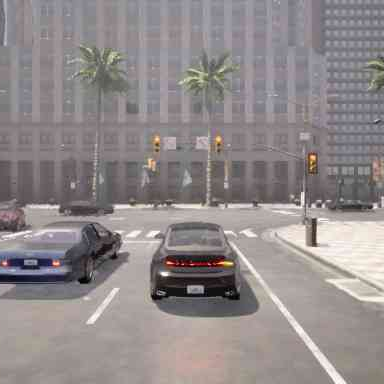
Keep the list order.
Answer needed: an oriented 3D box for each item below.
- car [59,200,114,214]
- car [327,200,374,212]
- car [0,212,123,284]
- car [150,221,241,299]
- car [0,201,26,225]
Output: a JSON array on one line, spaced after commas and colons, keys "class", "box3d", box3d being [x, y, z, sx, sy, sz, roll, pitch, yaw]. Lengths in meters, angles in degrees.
[{"class": "car", "box3d": [-9.914, 1.477, 31.352, 5.008, 1.535, 1.882, 0, 0, 0]}, {"class": "car", "box3d": [18.215, 1.601, 38.483, 4.718, 1.301, 1.895, 0, 0, 0]}, {"class": "car", "box3d": [-3.422, 1.547, 9.597, 2.033, 1.411, 5.357, 0, 0, 0]}, {"class": "car", "box3d": [0.074, 1.505, 8.403, 1.837, 1.490, 4.892, 0, 0, 0]}, {"class": "car", "box3d": [-11.144, 1.352, 19.591, 2.097, 1.767, 4.553, 0, 0, -21]}]
